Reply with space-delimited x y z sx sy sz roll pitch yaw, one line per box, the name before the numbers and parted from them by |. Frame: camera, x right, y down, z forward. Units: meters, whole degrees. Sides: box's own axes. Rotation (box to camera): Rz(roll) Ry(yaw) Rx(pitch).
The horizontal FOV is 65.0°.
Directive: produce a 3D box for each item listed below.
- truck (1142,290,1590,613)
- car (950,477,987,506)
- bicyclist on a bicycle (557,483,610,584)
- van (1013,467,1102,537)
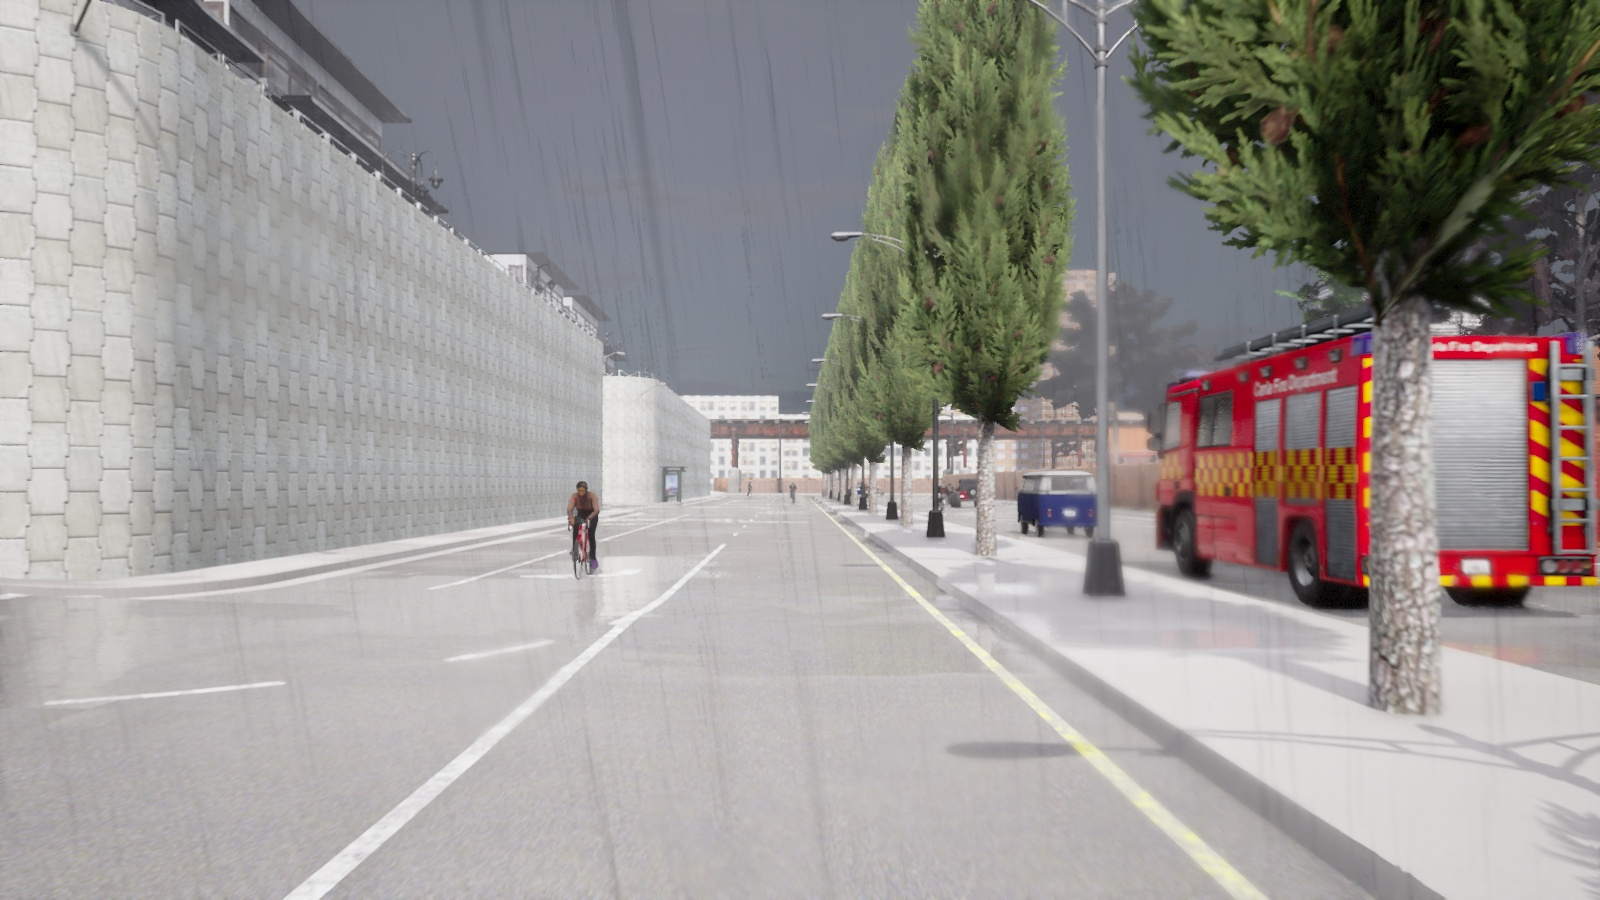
truck | 7.876 0.124 19.160 2.891 3.827 8.468 0 -2 0
car | 11.041 2.735 82.524 1.905 1.878 3.866 0 -2 0
bicyclist on a bicycle | -3.618 1.372 21.076 0.582 1.620 1.656 0 -1 0
van | 7.779 1.550 38.357 1.775 1.987 4.442 0 -2 0
